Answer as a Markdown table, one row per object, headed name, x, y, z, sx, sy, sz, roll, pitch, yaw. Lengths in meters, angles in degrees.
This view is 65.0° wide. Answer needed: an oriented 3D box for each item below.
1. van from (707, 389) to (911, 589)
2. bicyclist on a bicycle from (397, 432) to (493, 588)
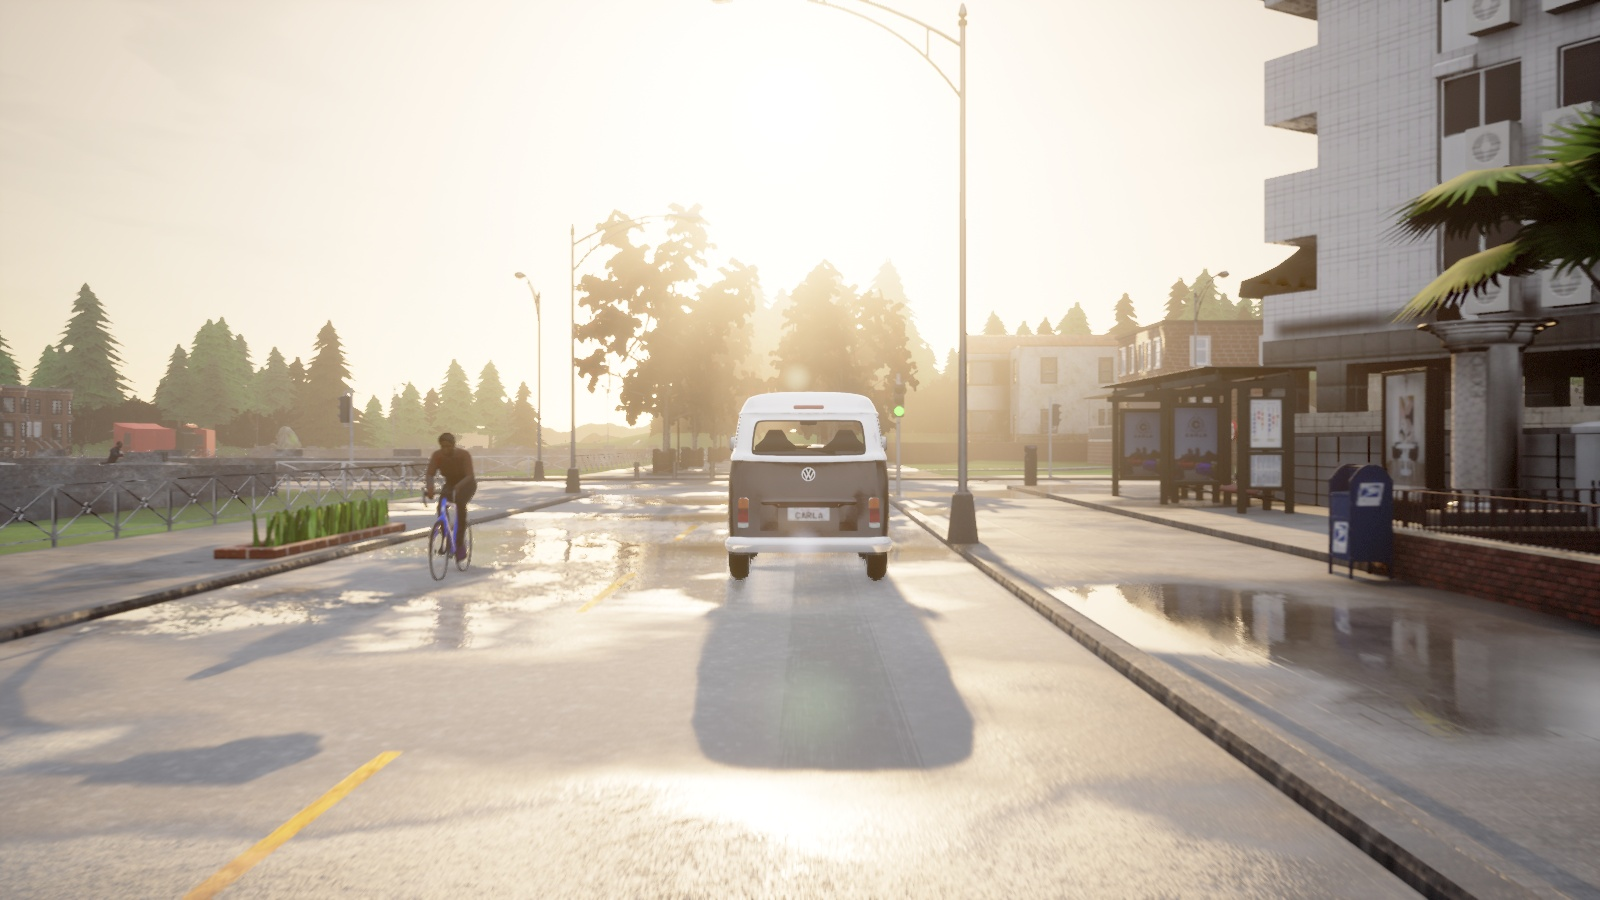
| name | x | y | z | sx | sy | sz | roll | pitch | yaw |
| --- | --- | --- | --- | --- | --- | --- | --- | --- | --- |
| van | 0.102 | 0.385 | 15.007 | 2.069 | 2.038 | 4.480 | 0 | 0 | 0 |
| bicyclist on a bicycle | -3.906 | 0.618 | 13.916 | 0.582 | 1.620 | 1.656 | 0 | 1 | 0 |
